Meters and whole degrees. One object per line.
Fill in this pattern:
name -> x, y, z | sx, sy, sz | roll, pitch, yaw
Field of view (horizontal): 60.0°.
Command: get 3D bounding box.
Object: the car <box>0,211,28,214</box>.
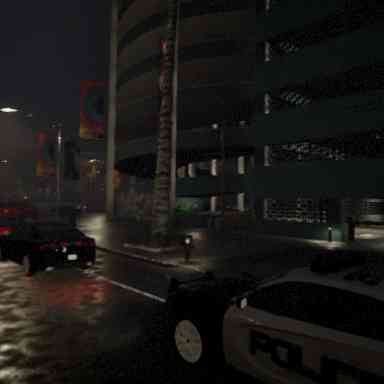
car -> -8.844, 1.835, 15.458 | 1.812, 1.442, 4.674 | 2, -2, -39

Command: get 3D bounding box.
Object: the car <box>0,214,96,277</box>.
car -> -5.099, 1.730, 11.328 | 1.882, 1.535, 5.008 | 2, -2, -43

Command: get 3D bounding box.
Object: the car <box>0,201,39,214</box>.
car -> -16.920, 1.887, 32.534 | 2.150, 2.045, 5.566 | 1, -2, -5

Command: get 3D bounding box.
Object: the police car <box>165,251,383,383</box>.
police car -> 1.639, 1.581, 4.091 | 1.930, 1.638, 5.238 | 2, -2, -43

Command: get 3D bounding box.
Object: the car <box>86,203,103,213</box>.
car -> -17.814, 2.737, 58.167 | 2.097, 1.767, 4.553 | 0, -2, 33

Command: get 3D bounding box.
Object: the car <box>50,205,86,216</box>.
car -> -16.504, 2.468, 43.626 | 1.882, 1.535, 5.008 | 1, -1, 13
